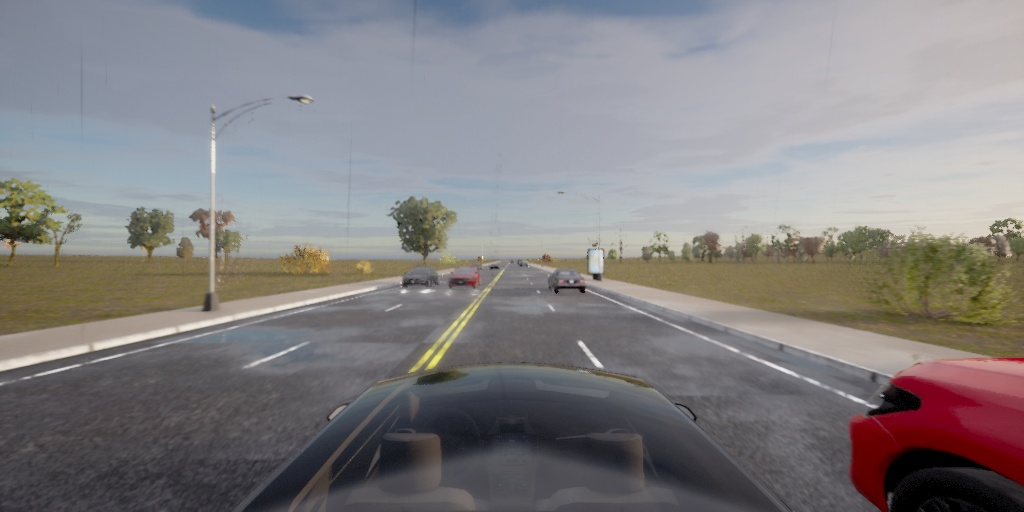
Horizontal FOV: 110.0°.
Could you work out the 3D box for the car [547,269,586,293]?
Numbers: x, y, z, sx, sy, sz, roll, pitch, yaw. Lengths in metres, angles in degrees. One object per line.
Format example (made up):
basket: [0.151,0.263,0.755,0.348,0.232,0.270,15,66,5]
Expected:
car: [3.348,1.517,22.601,2.033,1.411,5.357,0,-1,0]

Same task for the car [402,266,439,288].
car: [-6.595,1.514,26.300,1.837,1.490,4.892,0,-1,0]

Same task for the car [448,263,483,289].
car: [-3.346,1.483,25.970,1.882,1.535,5.008,0,-1,0]
